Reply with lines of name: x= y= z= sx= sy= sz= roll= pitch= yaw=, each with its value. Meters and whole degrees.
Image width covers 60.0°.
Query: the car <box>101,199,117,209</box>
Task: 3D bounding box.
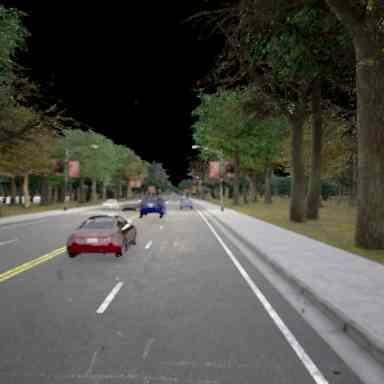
car: x=-10.643 y=1.708 z=43.905 sx=1.812 sy=1.442 sz=4.674 roll=0 pitch=0 yaw=-1

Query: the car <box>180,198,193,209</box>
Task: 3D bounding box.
car: x=-0.850 y=1.797 z=50.434 sx=2.033 sy=1.411 sz=5.357 roll=0 pitch=0 yaw=-1

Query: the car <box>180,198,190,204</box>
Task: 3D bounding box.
car: x=-1.517 y=1.969 z=72.928 sx=1.994 sy=1.385 sz=4.181 roll=0 pitch=0 yaw=-2

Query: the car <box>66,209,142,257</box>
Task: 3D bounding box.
car: x=-3.377 y=1.601 z=13.170 sx=1.994 sy=1.385 sz=4.181 roll=0 pitch=0 yaw=-1

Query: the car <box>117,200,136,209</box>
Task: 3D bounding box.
car: x=-7.332 y=1.716 z=40.709 sx=2.033 sy=1.411 sz=5.357 roll=0 pitch=0 yaw=-1

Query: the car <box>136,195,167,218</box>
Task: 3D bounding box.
car: x=-3.709 y=1.347 z=32.013 sx=2.150 sy=2.045 sz=5.566 roll=0 pitch=0 yaw=-1
